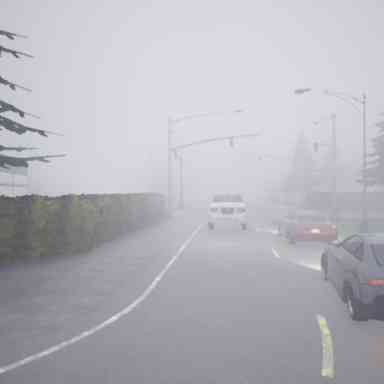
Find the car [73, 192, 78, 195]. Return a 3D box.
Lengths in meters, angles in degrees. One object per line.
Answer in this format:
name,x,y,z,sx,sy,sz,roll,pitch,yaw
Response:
car,-27.191,0.956,77.923,1.905,1.878,3.866,0,0,7

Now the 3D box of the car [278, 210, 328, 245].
car,5.179,1.526,15.297,1.994,1.385,4.181,0,0,7

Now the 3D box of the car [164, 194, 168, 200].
car,-5.819,1.228,75.652,1.845,1.501,3.633,0,0,7

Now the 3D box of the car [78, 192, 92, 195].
car,-24.256,0.972,77.989,1.932,1.855,4.605,0,0,7

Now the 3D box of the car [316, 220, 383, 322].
car,4.010,1.544,6.969,1.994,1.385,4.181,0,0,13

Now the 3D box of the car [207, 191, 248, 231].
car,2.181,0.987,20.387,2.150,2.045,5.566,0,0,6
